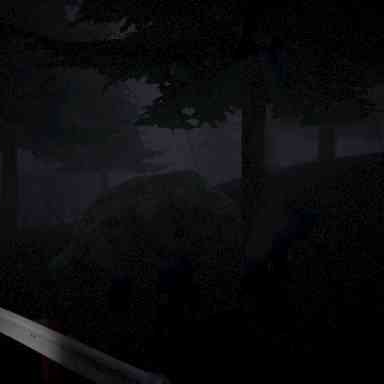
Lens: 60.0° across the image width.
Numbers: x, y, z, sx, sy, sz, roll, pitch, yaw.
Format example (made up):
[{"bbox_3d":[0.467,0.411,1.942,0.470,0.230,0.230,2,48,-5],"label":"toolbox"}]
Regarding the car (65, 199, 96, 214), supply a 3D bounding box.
[{"bbox_3d":[-9.954,1.480,32.425,1.837,1.490,4.892,1,1,32],"label":"car"}]
